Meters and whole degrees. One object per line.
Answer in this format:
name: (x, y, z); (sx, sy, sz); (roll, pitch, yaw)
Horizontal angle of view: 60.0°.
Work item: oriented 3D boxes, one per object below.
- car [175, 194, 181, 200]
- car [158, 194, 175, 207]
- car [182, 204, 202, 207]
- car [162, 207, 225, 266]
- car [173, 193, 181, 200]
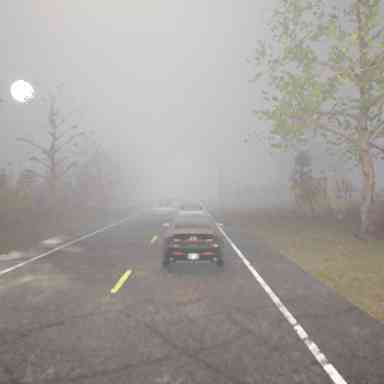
car: (-3.792, 1.163, 79.838); (1.812, 1.442, 4.674); (0, 0, -2)
car: (-4.022, 1.405, 49.890); (2.128, 1.511, 4.902); (0, 0, -3)
car: (-0.023, 1.567, 25.450); (1.895, 1.301, 4.718); (0, 0, 0)
car: (0.045, 1.489, 11.425); (1.837, 1.490, 4.892); (0, 0, 0)
car: (-3.947, 1.153, 87.232); (1.882, 1.535, 5.008); (0, 0, 0)
